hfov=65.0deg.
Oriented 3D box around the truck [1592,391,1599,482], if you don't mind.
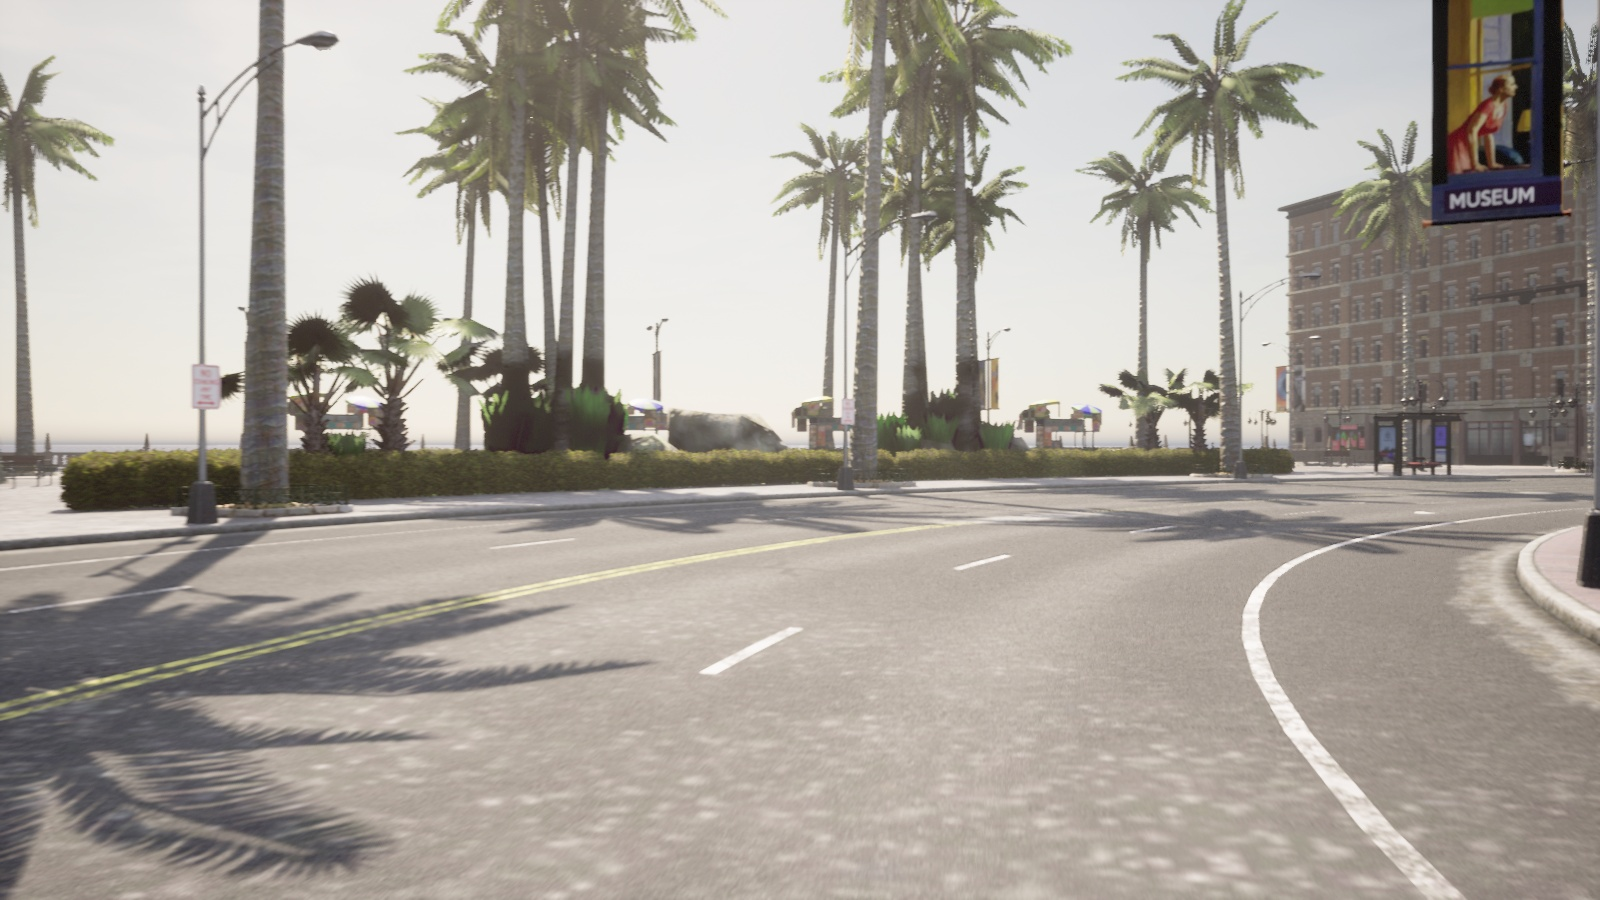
[{"bbox_3d":[38.298,-0.568,53.457,8.468,3.827,2.891,0,0,-17],"label":"truck"}]
